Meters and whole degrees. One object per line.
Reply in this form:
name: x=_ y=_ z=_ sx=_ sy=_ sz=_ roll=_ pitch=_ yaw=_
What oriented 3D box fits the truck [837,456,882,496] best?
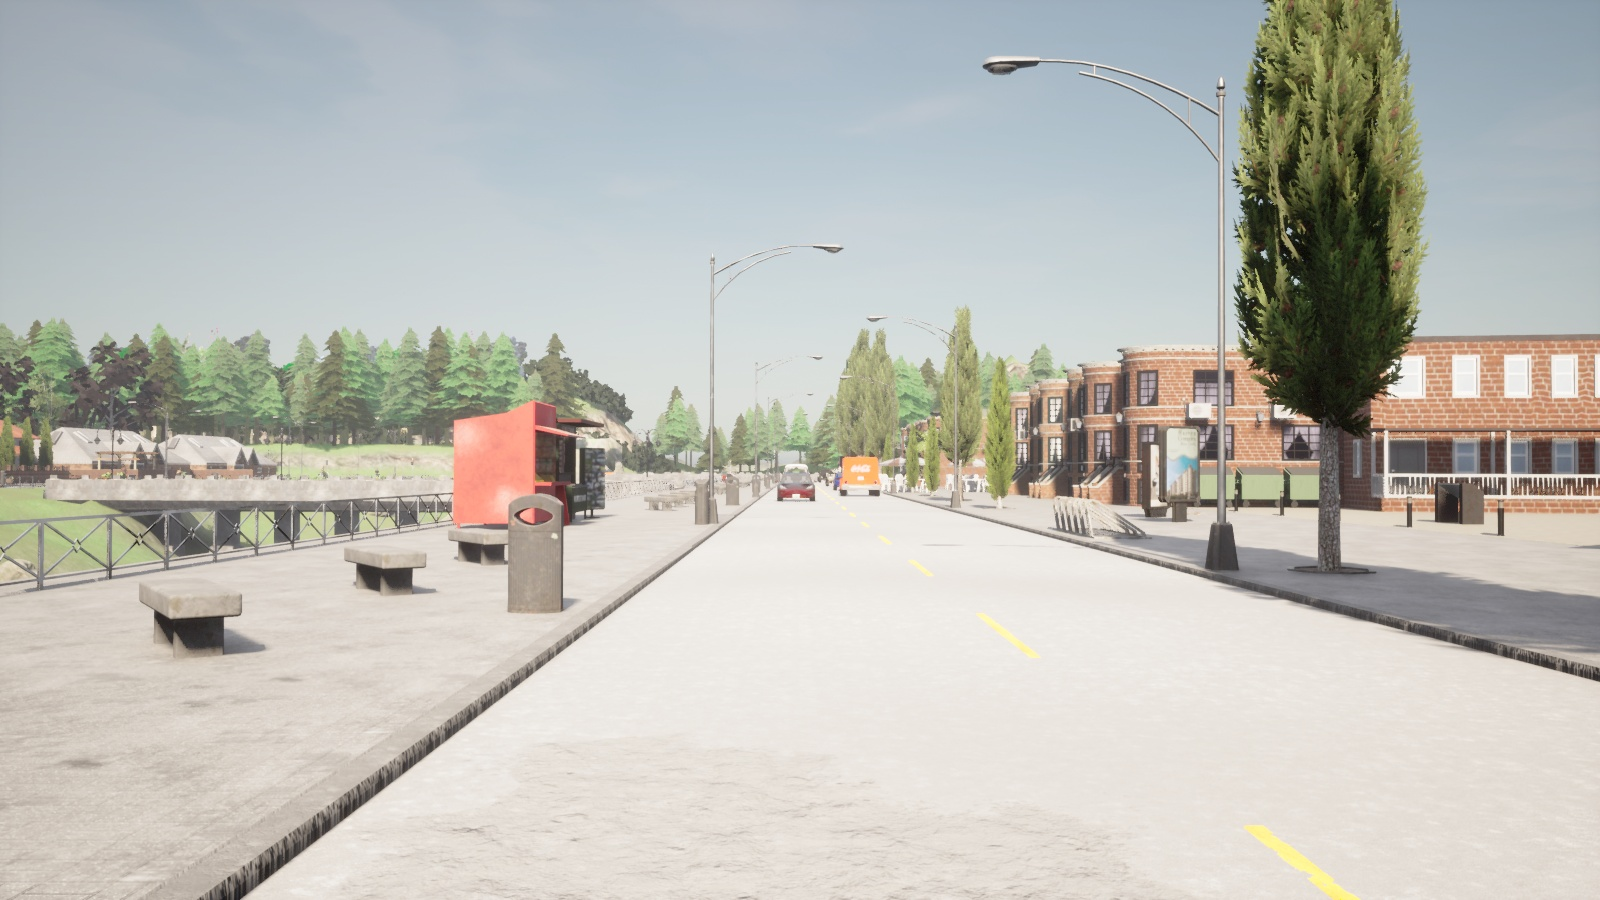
truck: x=3.775 y=1.659 z=80.382 sx=2.627 sy=2.467 sz=5.204 roll=0 pitch=-1 yaw=0

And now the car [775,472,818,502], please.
car: x=-0.180 y=1.902 z=64.866 sx=2.163 sy=1.488 sz=4.792 roll=0 pitch=-1 yaw=0

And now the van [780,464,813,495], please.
van: x=-0.231 y=1.932 z=83.160 sx=2.069 sy=2.038 sz=4.480 roll=0 pitch=-1 yaw=0
